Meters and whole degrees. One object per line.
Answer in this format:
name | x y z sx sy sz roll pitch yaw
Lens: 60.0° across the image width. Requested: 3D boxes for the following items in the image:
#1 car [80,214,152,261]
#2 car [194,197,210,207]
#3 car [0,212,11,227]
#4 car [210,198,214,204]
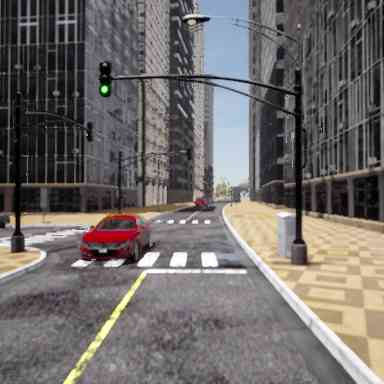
car | -2.785 1.651 13.122 1.882 1.535 5.008 0 -1 2
car | 1.846 1.983 68.129 2.150 2.045 5.566 0 0 8
car | -16.605 2.179 26.264 4.403 1.369 2.008 -1 0 10
car | 4.768 2.362 87.303 1.837 1.490 4.892 0 -1 9
